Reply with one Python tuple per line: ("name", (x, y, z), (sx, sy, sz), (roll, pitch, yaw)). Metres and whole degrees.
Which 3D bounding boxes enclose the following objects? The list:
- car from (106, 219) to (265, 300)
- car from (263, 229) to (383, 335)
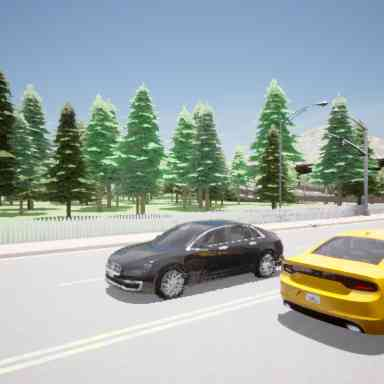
("car", (0.272, 1.505, 8.475), (4.892, 1.490, 1.837), (0, 0, -35))
("car", (3.878, 1.478, 6.519), (5.008, 1.535, 1.882), (0, 0, -35))
